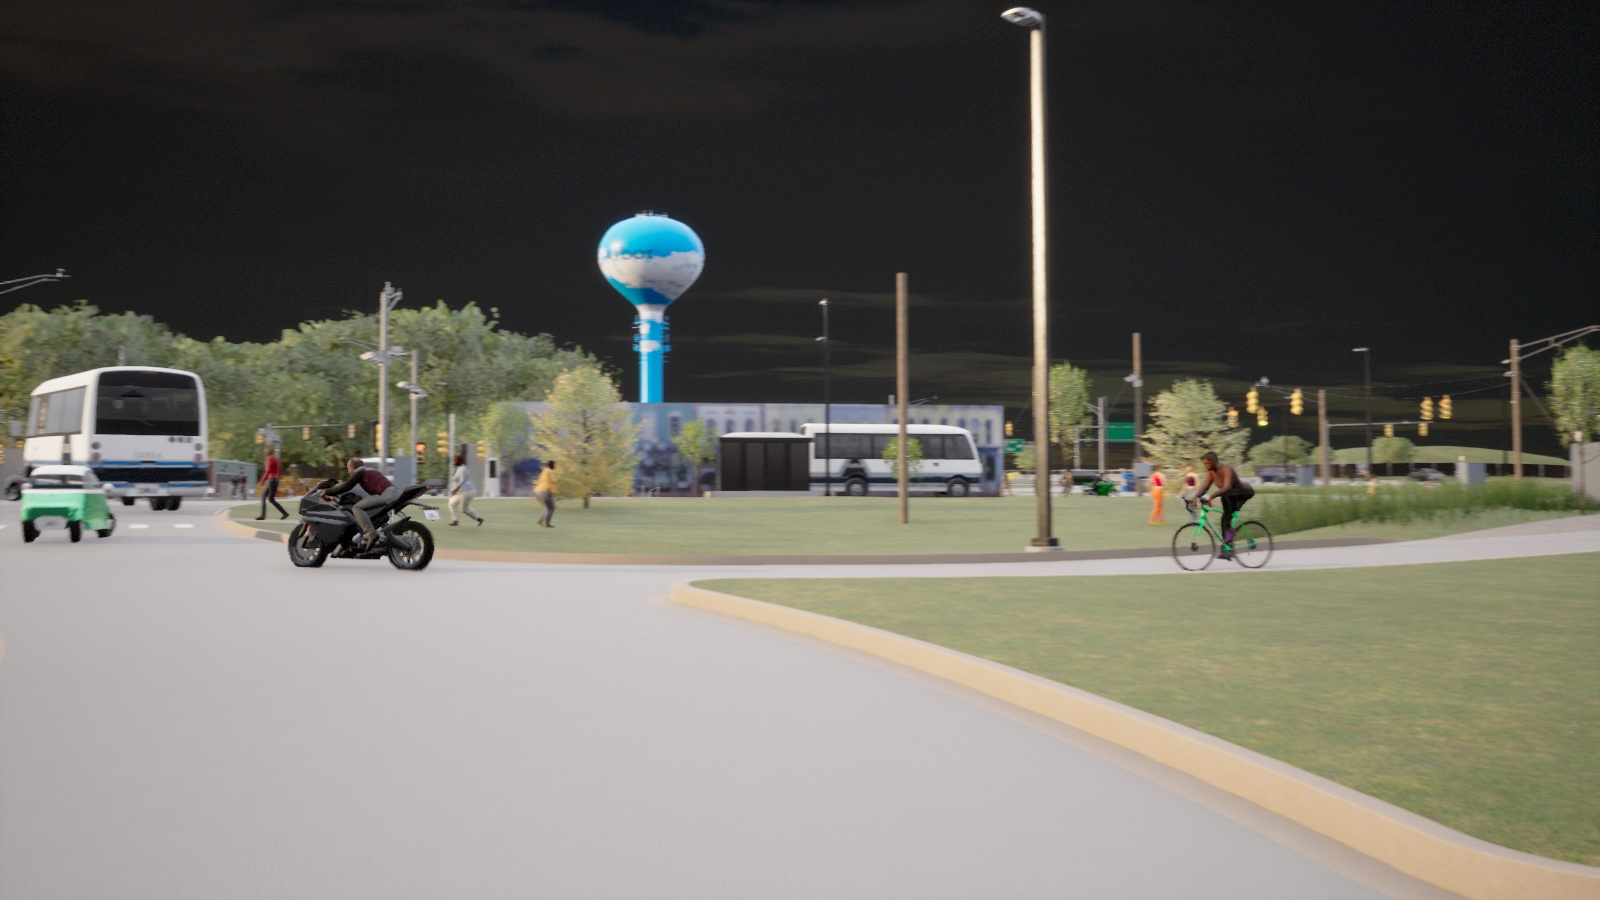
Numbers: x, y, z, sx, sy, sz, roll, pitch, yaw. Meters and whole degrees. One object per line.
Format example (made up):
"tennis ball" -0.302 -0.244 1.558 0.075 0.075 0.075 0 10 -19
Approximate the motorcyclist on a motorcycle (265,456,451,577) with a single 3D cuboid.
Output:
"motorcyclist on a motorcycle" -5.875 0.873 16.734 2.191 1.530 0.866 0 -3 16

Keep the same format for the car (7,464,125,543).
"car" -13.503 0.946 23.213 1.481 1.376 2.207 1 -1 -20

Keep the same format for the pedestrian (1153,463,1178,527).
"pedestrian" 10.699 1.319 36.751 0.594 1.836 0.345 1 -3 -23

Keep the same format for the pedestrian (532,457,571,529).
"pedestrian" -6.527 1.132 32.956 0.900 1.855 0.874 1 -3 -19

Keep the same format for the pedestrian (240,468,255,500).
"pedestrian" -32.107 1.998 73.033 0.720 1.854 0.376 1 -3 -15

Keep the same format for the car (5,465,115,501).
"car" -35.004 1.565 59.401 4.856 1.649 2.033 -1 -3 24

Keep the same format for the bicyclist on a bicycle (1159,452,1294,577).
"bicyclist on a bicycle" 5.775 0.855 17.004 1.656 1.620 0.582 -1 -3 -19

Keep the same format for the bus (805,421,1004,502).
"bus" 5.674 0.731 69.238 10.273 4.253 3.944 0 -3 -9

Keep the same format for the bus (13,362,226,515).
"bus" -21.938 -0.272 40.074 3.944 4.253 10.273 1 -1 -40

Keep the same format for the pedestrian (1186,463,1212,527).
"pedestrian" 11.409 1.288 35.949 0.594 1.836 0.345 1 -3 -17

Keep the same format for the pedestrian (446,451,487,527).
"pedestrian" -8.209 0.963 30.911 0.900 1.855 0.874 1 -3 -18

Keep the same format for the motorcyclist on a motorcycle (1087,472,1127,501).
"motorcyclist on a motorcycle" 17.197 2.052 70.406 2.044 1.523 0.797 -1 -2 4

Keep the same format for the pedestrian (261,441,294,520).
"pedestrian" -12.355 0.725 29.706 0.636 1.846 0.331 0 -2 -7
